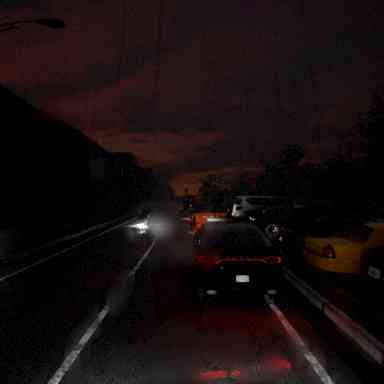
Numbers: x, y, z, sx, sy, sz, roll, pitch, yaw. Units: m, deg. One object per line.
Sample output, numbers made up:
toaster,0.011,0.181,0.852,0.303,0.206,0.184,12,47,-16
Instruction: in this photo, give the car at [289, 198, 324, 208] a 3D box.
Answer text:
car,18.467,1.705,53.698,5.008,1.535,2.097,0,-1,0

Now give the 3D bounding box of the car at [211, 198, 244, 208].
car,5.395,1.677,50.892,4.892,1.521,2.231,0,-1,0

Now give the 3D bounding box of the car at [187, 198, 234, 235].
car,0.905,1.387,18.745,2.097,1.767,4.553,0,0,0

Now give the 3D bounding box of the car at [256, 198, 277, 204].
car,18.378,2.129,82.181,4.674,1.452,2.002,0,-1,0

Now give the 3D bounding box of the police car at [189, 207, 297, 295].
police car,0.944,1.437,8.864,1.930,1.638,5.238,0,0,0

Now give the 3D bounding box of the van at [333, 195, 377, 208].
van,18.650,1.351,36.997,4.442,1.987,1.878,0,0,0

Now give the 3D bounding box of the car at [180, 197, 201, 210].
car,-0.144,1.712,44.830,1.994,1.385,4.181,0,0,1

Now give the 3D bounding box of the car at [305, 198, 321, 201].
car,18.503,1.667,45.343,4.674,1.452,2.002,0,0,0

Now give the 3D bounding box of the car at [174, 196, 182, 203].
car,-3.604,1.979,90.728,2.150,2.045,5.566,0,-1,0

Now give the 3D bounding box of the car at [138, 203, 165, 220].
car,-3.461,1.678,28.898,1.895,1.301,4.718,0,0,0

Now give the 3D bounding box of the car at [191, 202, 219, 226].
car,0.882,1.565,24.783,1.837,1.490,4.892,0,0,0

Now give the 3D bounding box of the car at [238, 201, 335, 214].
car,5.534,1.508,20.056,4.892,1.521,2.231,0,0,0

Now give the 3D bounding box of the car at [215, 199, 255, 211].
car,5.437,1.607,42.487,4.892,1.521,2.231,0,0,0

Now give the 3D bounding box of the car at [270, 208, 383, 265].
car,5.578,1.484,11.651,5.008,1.535,2.097,0,0,0

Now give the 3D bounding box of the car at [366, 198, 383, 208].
car,18.388,1.540,28.637,5.366,1.575,1.946,0,0,0

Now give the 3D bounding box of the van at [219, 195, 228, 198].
van,5.351,1.339,34.077,4.442,1.987,1.878,0,0,0

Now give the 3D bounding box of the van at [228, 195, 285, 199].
van,5.611,1.316,28.472,4.442,1.987,1.878,0,0,0

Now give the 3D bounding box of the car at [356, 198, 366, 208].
car,18.557,1.594,31.423,4.674,1.452,2.002,0,0,0

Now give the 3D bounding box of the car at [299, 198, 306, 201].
car,18.496,1.649,48.130,5.008,1.535,2.097,0,-1,0

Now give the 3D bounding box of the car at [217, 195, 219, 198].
car,5.423,1.450,36.882,4.553,1.767,2.185,0,0,0

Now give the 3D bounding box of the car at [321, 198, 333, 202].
car,18.491,1.465,39.776,4.553,1.767,2.185,0,0,0

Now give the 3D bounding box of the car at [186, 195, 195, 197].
car,-0.232,1.551,60.292,2.150,2.045,5.566,0,-1,0

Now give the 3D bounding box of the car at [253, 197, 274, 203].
car,18.376,2.132,85.329,5.008,1.535,2.097,0,-1,0

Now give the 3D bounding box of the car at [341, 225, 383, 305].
car,5.642,1.507,6.048,4.792,1.488,2.163,0,0,0

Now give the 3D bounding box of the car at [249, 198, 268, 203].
car,18.347,2.262,91.878,4.674,1.452,2.002,0,-1,0

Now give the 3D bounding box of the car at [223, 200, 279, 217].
car,5.475,1.554,31.273,4.892,1.521,2.231,0,0,0

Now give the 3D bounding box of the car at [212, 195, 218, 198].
car,5.471,1.339,39.683,5.566,2.045,2.435,0,0,0

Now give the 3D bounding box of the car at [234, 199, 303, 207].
car,5.504,1.530,25.667,5.008,1.535,2.097,0,0,0
